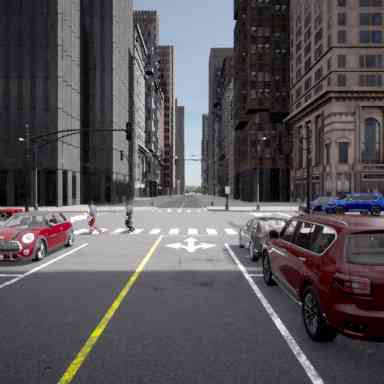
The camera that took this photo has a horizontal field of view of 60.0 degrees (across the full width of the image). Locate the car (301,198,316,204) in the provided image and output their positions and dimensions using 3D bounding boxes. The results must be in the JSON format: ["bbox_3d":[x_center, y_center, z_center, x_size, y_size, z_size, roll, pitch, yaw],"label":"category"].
[{"bbox_3d":[13.302,1.289,34.119,4.553,1.767,2.097,0,0,0],"label":"car"}]

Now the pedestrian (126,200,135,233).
[{"bbox_3d":[-3.402,1.298,18.071,0.375,1.860,0.375,0,0,0],"label":"pedestrian"}]

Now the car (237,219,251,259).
[{"bbox_3d":[2.727,1.550,12.008,2.008,1.369,4.403,0,0,0],"label":"car"}]

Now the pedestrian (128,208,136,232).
[{"bbox_3d":[-3.342,1.581,18.686,0.375,1.300,0.375,0,0,0],"label":"pedestrian"}]

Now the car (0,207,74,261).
[{"bbox_3d":[-5.799,1.439,11.983,1.967,1.590,4.097,0,0,0],"label":"car"}]

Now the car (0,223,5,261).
[{"bbox_3d":[-5.783,1.525,6.211,1.752,1.417,4.829,0,0,0],"label":"car"}]

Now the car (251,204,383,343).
[{"bbox_3d":[2.741,1.314,6.406,2.192,1.841,5.009,0,0,0],"label":"car"}]

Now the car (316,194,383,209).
[{"bbox_3d":[14.975,1.167,30.883,5.566,2.045,2.150,0,0,-2],"label":"car"}]

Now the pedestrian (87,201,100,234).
[{"bbox_3d":[-5.201,1.292,17.469,0.375,1.860,0.375,0,0,0],"label":"pedestrian"}]
